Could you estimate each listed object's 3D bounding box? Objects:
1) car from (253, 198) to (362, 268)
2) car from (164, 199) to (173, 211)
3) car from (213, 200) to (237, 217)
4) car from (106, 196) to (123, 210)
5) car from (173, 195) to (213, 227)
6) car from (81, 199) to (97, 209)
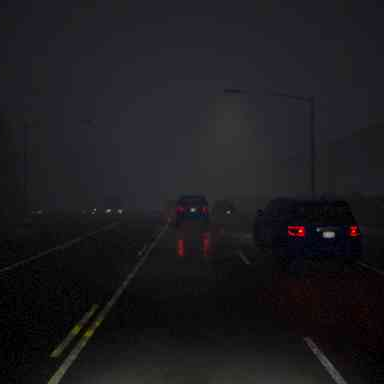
[{"bbox_3d":[3.601,1.209,11.422,2.150,2.045,5.566,0,0,0],"label":"car"},{"bbox_3d":[-2.360,1.612,42.076,2.128,1.511,4.902,0,-1,-12],"label":"car"},{"bbox_3d":[2.900,1.493,31.009,1.837,1.490,4.892,0,0,-6],"label":"car"},{"bbox_3d":[-11.685,1.564,49.726,2.150,2.045,5.566,0,-2,-17],"label":"car"},{"bbox_3d":[-0.025,1.197,22.969,2.150,2.045,5.566,0,0,-2],"label":"car"},{"bbox_3d":[-15.946,1.933,51.439,1.837,1.490,4.892,1,-2,-19],"label":"car"}]
